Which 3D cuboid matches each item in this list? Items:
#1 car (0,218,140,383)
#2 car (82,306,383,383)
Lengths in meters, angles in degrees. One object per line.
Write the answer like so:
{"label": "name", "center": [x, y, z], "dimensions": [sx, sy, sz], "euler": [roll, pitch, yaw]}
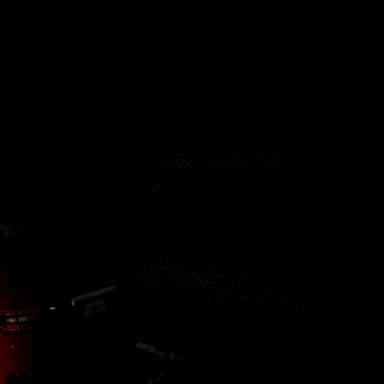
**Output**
{"label": "car", "center": [-2.970, 1.315, 4.939], "dimensions": [5.009, 1.841, 2.192], "euler": [0, 0, 36]}
{"label": "car", "center": [1.515, 1.582, 1.724], "dimensions": [4.206, 1.307, 1.802], "euler": [0, 0, 36]}
